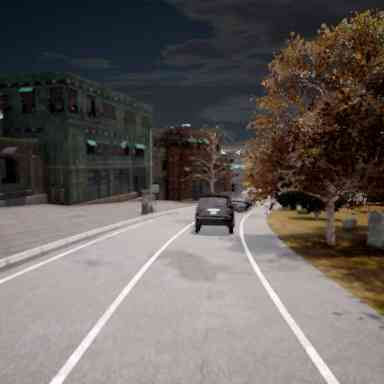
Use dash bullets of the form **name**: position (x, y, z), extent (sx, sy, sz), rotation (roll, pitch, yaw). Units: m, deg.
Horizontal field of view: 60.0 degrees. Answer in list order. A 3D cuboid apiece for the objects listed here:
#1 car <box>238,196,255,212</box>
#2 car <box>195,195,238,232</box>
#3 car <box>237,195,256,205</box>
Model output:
- **car**: position (5.791, 1.413, 38.467), extent (2.128, 1.511, 4.902), rotation (2, 0, 17)
- **car**: position (1.486, 1.167, 19.872), extent (2.150, 2.045, 5.566), rotation (1, 0, 8)
- **car**: position (9.330, 1.394, 56.516), extent (1.837, 1.490, 4.892), rotation (2, 1, 26)
